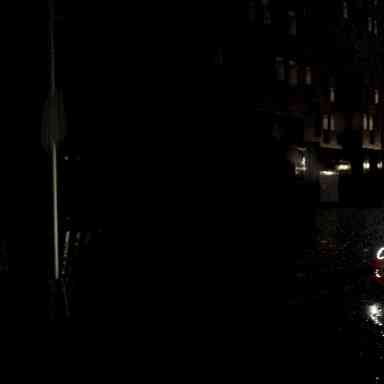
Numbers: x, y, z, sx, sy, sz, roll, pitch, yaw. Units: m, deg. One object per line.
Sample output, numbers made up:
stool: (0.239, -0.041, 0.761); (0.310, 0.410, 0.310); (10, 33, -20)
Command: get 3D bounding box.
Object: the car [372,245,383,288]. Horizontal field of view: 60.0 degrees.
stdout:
car: (6.223, 1.339, 7.813); (4.553, 1.767, 2.097); (0, 0, -35)
